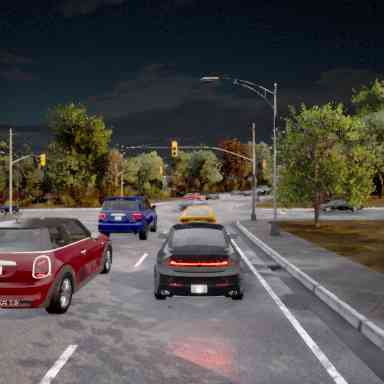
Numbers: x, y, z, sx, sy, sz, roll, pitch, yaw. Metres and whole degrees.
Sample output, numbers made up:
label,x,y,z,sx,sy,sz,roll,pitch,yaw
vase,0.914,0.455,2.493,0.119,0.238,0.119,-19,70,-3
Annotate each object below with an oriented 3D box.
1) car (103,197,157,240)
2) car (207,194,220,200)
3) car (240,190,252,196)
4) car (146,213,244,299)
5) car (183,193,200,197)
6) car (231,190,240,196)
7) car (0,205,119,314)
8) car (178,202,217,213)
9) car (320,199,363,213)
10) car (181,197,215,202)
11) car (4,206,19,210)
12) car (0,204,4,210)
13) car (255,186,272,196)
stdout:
label,x,y,z,sx,sy,sz,roll,pitch,yaw
car,-3.181,1.260,17.364,2.150,2.045,5.566,0,0,2
car,4.516,1.115,72.774,2.033,1.411,5.357,0,2,23
car,14.627,0.267,84.324,1.994,1.385,4.181,0,3,33
car,0.154,1.517,8.467,1.837,1.490,4.892,0,0,1
car,-0.141,1.246,60.767,2.150,2.045,5.566,0,1,21
car,11.542,0.277,85.991,1.994,1.385,4.181,0,3,31
car,-3.353,1.363,7.801,2.097,1.767,4.553,0,0,1
car,0.348,1.518,17.846,1.882,1.535,5.008,0,0,2
car,16.385,1.534,37.011,4.902,1.511,2.128,-1,0,4
car,0.213,1.634,38.738,1.812,1.442,4.674,-1,0,-37
car,-21.174,1.827,35.662,4.718,1.301,1.895,-1,0,3
car,-21.519,1.709,32.172,4.902,1.511,2.128,-1,0,4
car,17.947,0.150,83.044,1.882,1.535,5.008,0,3,33
